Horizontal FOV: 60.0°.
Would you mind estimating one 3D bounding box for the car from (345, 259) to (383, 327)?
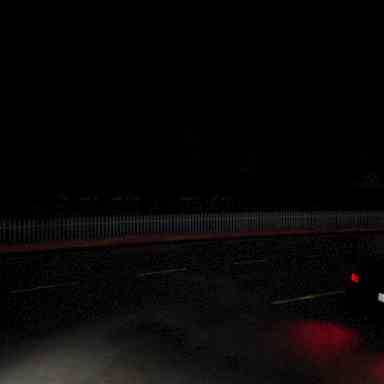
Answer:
[{"bbox_3d":[4.746,1.564,5.745,4.181,1.385,1.994,0,0,-24],"label":"car"}]
